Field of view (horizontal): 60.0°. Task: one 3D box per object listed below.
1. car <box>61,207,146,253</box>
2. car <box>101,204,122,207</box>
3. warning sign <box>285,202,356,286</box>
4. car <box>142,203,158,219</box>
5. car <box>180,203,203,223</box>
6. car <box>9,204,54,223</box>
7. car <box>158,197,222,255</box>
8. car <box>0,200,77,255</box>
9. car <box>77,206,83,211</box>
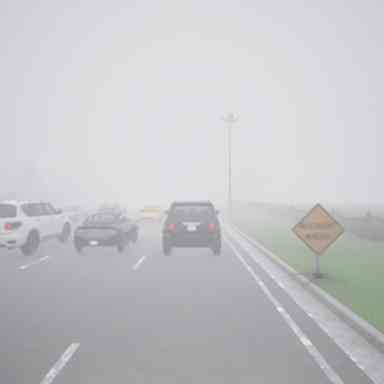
[{"bbox_3d":[-3.503,1.625,14.285,2.128,1.511,4.902,0,0,0],"label":"car"},{"bbox_3d":[-7.009,1.763,29.283,2.128,1.511,4.902,0,0,0],"label":"car"},{"bbox_3d":[3.046,1.190,8.056,1.300,1.860,1.060,0,-1,0],"label":"warning sign"},{"bbox_3d":[-3.507,1.750,29.473,1.882,1.535,5.008,0,0,0],"label":"car"},{"bbox_3d":[-0.009,1.778,29.304,1.837,1.490,4.892,0,0,0],"label":"car"},{"bbox_3d":[-14.009,1.835,29.310,1.994,1.385,4.181,0,0,0],"label":"car"},{"bbox_3d":[-0.005,1.346,14.014,2.150,2.045,5.566,0,0,0],"label":"car"},{"bbox_3d":[-7.005,1.347,14.021,2.150,2.045,5.566,0,0,0],"label":"car"},{"bbox_3d":[-10.510,1.869,29.097,1.895,1.301,4.718,0,0,0],"label":"car"}]
